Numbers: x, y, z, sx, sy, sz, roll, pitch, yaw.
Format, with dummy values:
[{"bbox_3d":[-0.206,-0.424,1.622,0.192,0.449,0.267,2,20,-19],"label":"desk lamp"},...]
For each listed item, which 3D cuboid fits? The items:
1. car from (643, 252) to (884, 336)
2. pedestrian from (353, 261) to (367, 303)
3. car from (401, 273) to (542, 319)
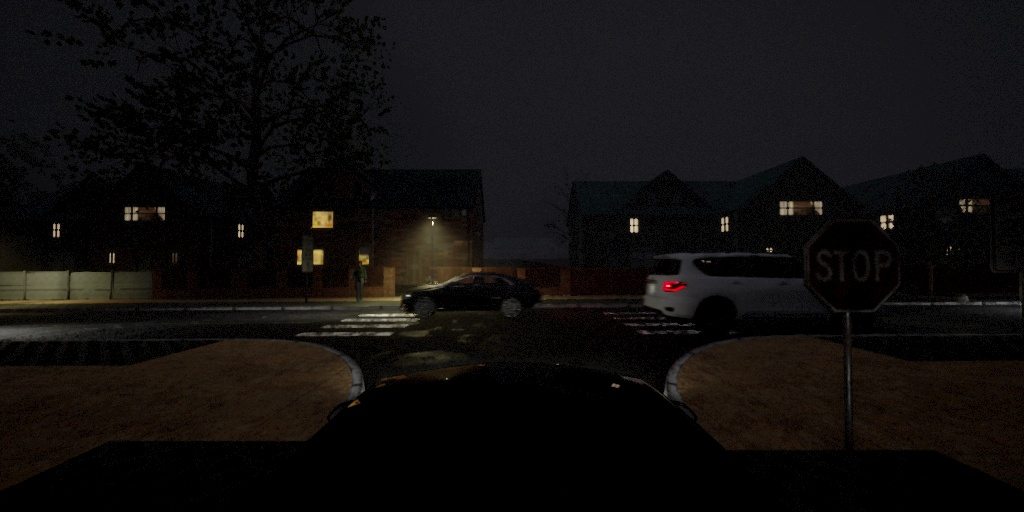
[{"bbox_3d":[6.480,0.918,9.696,5.566,2.045,2.150,0,-1,1],"label":"car"},{"bbox_3d":[-6.715,1.110,15.732,0.375,1.860,0.375,0,-1,1],"label":"pedestrian"},{"bbox_3d":[-1.404,1.339,12.743,4.902,1.511,2.128,0,-1,1],"label":"car"}]
